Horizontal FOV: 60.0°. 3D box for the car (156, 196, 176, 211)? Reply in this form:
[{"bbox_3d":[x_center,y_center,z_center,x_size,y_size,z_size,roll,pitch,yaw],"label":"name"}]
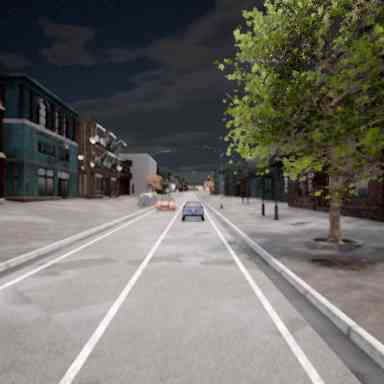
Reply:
[{"bbox_3d":[-3.006,1.306,39.001,2.097,1.767,4.553,0,0,0],"label":"car"}]

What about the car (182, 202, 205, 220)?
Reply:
[{"bbox_3d":[0.095,1.522,28.299,2.033,1.411,5.357,0,0,0],"label":"car"}]
